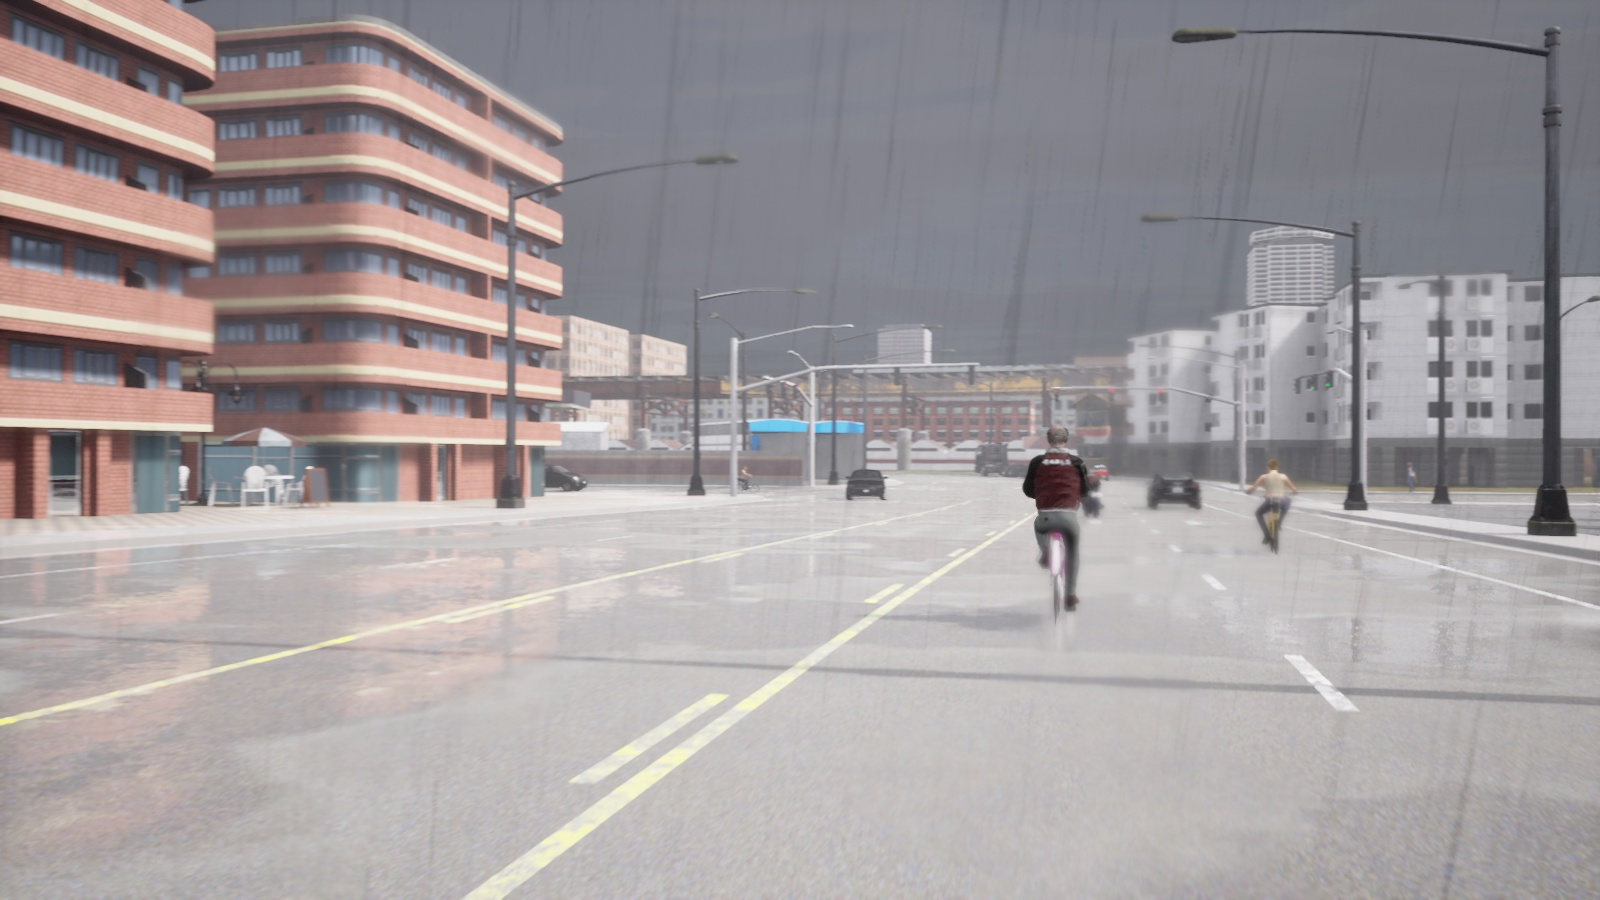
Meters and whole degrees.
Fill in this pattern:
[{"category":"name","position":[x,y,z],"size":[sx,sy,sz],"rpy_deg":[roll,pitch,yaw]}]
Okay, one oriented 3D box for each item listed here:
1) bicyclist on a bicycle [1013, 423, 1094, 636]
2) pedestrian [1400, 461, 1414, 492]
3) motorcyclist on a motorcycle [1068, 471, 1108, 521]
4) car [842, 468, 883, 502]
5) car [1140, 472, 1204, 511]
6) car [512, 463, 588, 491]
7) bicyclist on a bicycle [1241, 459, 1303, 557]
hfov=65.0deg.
[{"category":"bicyclist on a bicycle","position":[2.336,0.670,11.477],"size":[0.659,1.776,1.843],"rpy_deg":[0,0,13]},{"category":"pedestrian","position":[36.208,1.605,74.901],"size":[0.706,1.836,0.354],"rpy_deg":[0,0,11]},{"category":"motorcyclist on a motorcycle","position":[9.099,1.442,39.789],"size":[0.866,1.530,2.191],"rpy_deg":[1,-1,3]},{"category":"car","position":[3.108,1.670,61.778],"size":[1.882,1.535,5.008],"rpy_deg":[0,0,4]},{"category":"car","position":[15.015,1.651,50.918],"size":[2.163,1.488,4.792],"rpy_deg":[0,-1,13]},{"category":"car","position":[-14.835,1.586,74.577],"size":[3.988,1.617,1.851],"rpy_deg":[0,0,12]},{"category":"bicyclist on a bicycle","position":[8.051,0.966,21.465],"size":[0.866,1.612,1.509],"rpy_deg":[0,-1,16]}]
